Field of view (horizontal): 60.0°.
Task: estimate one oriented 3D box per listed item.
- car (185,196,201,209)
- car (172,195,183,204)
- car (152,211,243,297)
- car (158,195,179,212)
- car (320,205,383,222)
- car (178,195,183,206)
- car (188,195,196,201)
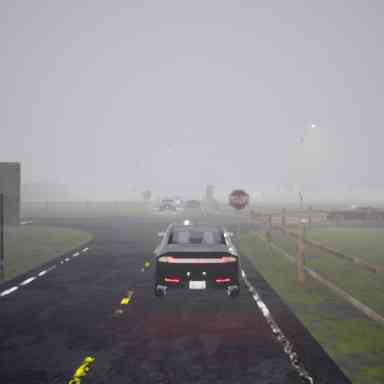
[{"bbox_3d":[0.107,1.432,43.428,1.882,1.535,5.008,0,0,0],"label":"car"},{"bbox_3d":[-2.756,1.409,63.894,1.882,1.535,5.008,0,0,1],"label":"car"},{"bbox_3d":[0.103,1.483,8.511,2.128,1.511,4.902,0,0,0],"label":"car"},{"bbox_3d":[-2.795,1.464,38.938,1.837,1.490,4.892,0,0,-1],"label":"car"},{"bbox_3d":[12.609,1.685,25.996,4.718,1.301,1.895,0,0,1],"label":"car"},{"bbox_3d":[-2.816,1.548,49.975,1.895,1.301,4.718,0,0,0],"label":"car"},{"bbox_3d":[0.018,1.508,78.992,1.895,1.301,4.718,0,0,0],"label":"car"}]
